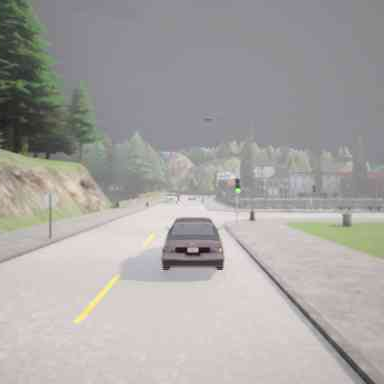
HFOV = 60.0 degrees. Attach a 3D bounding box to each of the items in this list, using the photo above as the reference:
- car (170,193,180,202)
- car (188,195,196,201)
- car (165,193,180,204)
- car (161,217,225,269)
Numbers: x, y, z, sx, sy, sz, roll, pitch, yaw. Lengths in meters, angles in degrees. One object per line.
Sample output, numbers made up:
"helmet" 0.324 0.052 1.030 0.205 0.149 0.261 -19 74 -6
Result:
"car" -4.009 1.233 81.008 2.150 2.045 5.566 0 0 0
"car" -0.009 1.423 74.695 1.895 1.301 4.718 0 0 0
"car" -4.020 1.231 65.058 2.150 2.045 5.566 0 0 0
"car" 0.045 1.550 11.116 2.033 1.411 5.357 0 0 1
